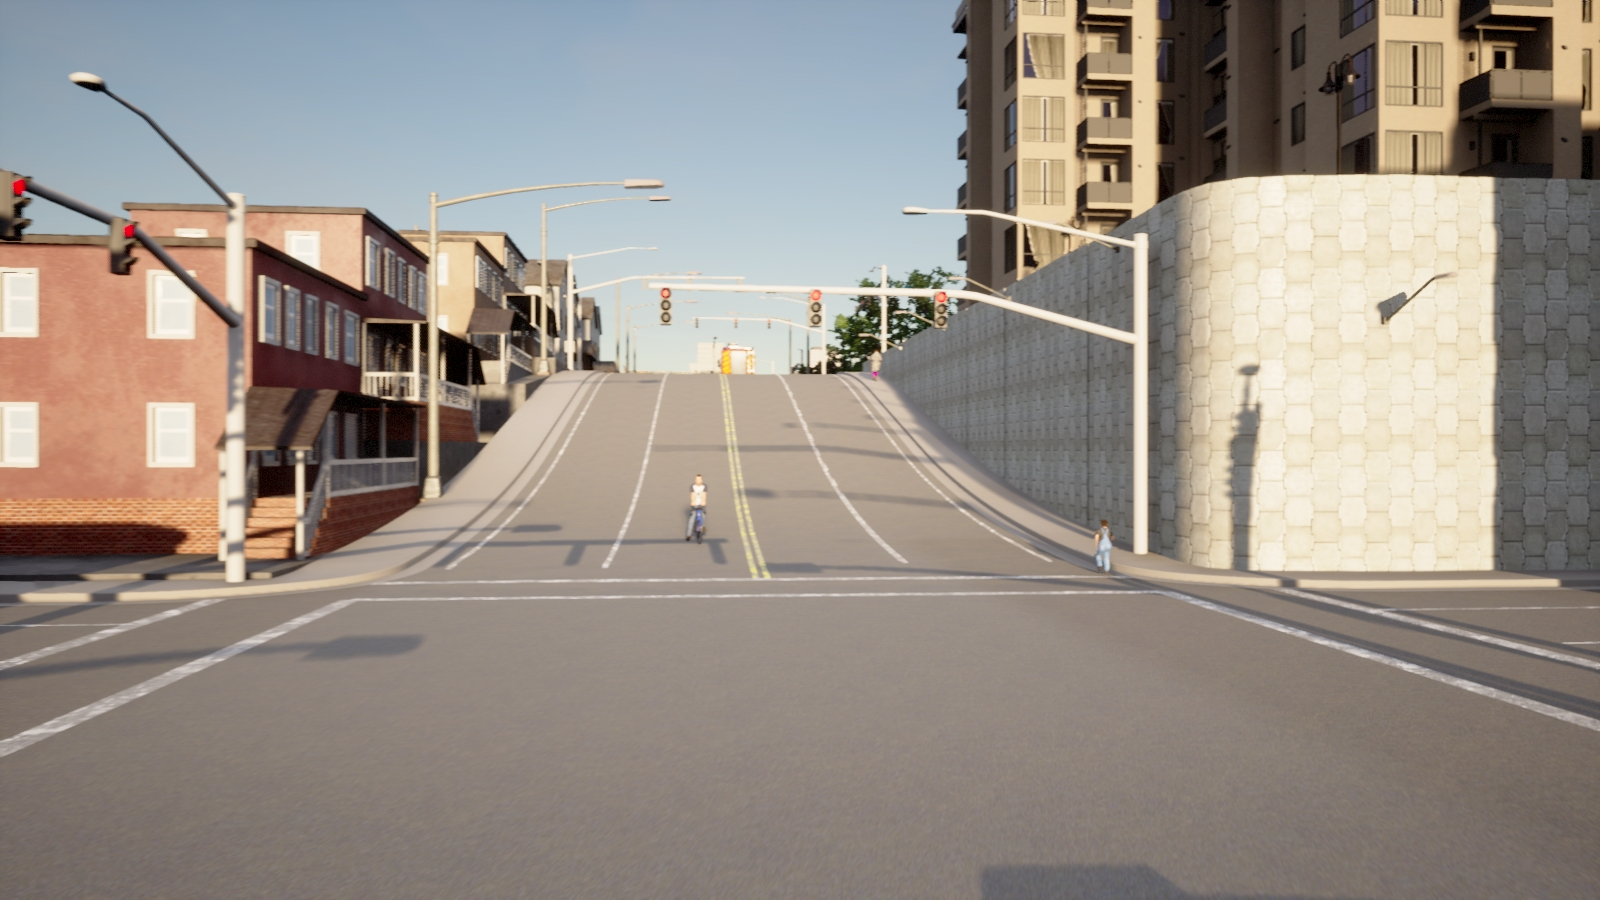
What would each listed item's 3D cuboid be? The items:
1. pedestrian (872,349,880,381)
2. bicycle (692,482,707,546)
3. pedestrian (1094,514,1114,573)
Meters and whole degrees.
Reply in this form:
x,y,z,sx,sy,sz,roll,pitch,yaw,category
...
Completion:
x,y,z,sx,sy,sz,roll,pitch,yaw,category
4.417,-4.955,66.466,0.375,1.860,0.375,0,0,-5,pedestrian
-2.705,1.695,30.566,0.373,1.521,1.643,0,4,-6,bicycle
6.800,2.089,25.567,0.375,1.300,0.375,0,0,5,pedestrian
